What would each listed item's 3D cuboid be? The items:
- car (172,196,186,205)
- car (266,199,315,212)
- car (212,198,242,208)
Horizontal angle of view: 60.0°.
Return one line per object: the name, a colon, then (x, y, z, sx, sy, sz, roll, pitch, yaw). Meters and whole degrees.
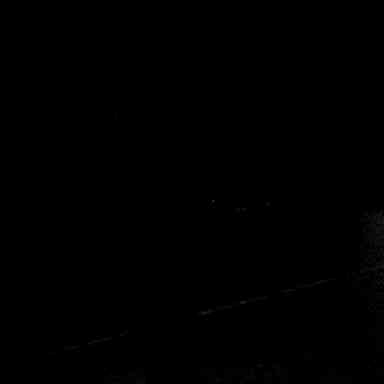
car: (-3.113, 1.439, 54.555, 2.033, 1.411, 5.357, 0, 0, -38)
car: (10.750, 1.438, 36.849, 2.033, 1.411, 5.357, 0, 0, -38)
car: (4.630, 1.455, 44.648, 1.994, 1.385, 4.181, 0, 0, -39)
